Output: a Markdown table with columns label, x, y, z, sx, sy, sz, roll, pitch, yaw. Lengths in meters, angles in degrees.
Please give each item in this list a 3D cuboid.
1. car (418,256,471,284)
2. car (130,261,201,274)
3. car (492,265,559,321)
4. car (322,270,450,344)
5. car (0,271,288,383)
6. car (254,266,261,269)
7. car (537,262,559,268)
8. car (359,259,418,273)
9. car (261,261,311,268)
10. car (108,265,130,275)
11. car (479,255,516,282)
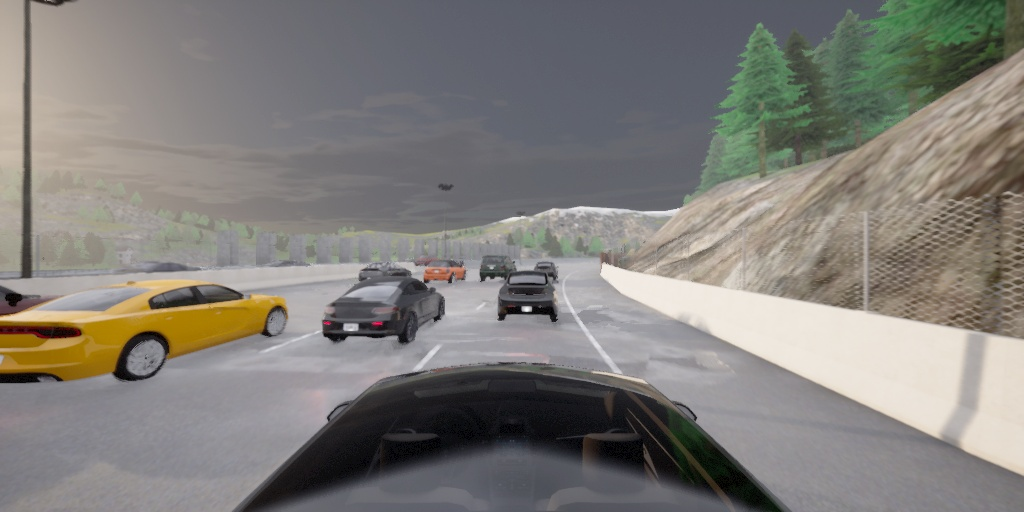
| label | x | y | z | sx | sy | sz | roll | pitch | yaw |
| --- | --- | --- | --- | --- | --- | --- | --- | --- | --- |
| car | -4.859 | 1.072 | 26.621 | 2.097 | 1.767 | 4.553 | 0 | 0 | 8 |
| car | -26.289 | 1.213 | 26.726 | 2.033 | 1.411 | 5.357 | 0 | 0 | 8 |
| car | 0.582 | 1.249 | 12.568 | 1.837 | 1.490 | 4.892 | 0 | 0 | 4 |
| car | -3.121 | 1.262 | 9.491 | 1.812 | 1.442 | 4.674 | 0 | 0 | 3 |
| car | -6.717 | 1.207 | 7.177 | 1.882 | 1.535 | 5.008 | 0 | 0 | 2 |
| car | -21.653 | 1.179 | 33.498 | 1.837 | 1.490 | 4.892 | 0 | 0 | 10 |
| car | 2.946 | 1.241 | 30.859 | 1.837 | 1.490 | 4.892 | 0 | 0 | 10 |
| car | -8.664 | 1.203 | 24.821 | 2.128 | 1.511 | 4.902 | 0 | 0 | 8 |
| car | -18.593 | 1.247 | 30.582 | 1.994 | 1.385 | 4.181 | 0 | 0 | 9 |
| car | -10.238 | 1.073 | 6.259 | 2.097 | 1.767 | 4.553 | 0 | 0 | 1 |
| car | -1.033 | 0.950 | 28.563 | 2.150 | 2.045 | 5.566 | 0 | 0 | 9 |
